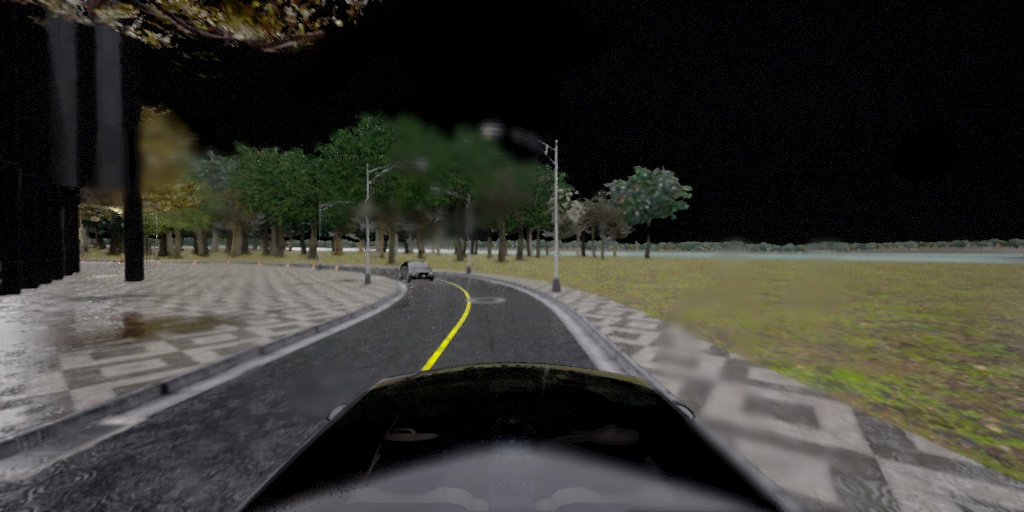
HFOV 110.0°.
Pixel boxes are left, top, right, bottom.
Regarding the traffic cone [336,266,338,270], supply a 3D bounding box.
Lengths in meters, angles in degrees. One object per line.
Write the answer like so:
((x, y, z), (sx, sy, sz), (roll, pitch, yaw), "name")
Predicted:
((-19.719, 1.362, 40.349), (0.340, 0.580, 0.340), (0, 0, 35), "traffic cone")

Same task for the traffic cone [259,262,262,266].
((-32.355, 1.045, 46.120), (0.340, 0.580, 0.340), (0, 0, 14), "traffic cone")

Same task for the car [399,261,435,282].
((-7.212, 1.114, 26.940), (1.837, 1.490, 4.892), (0, 0, -27), "car")

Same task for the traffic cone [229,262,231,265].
((-36.939, 0.951, 46.934), (0.340, 0.580, 0.340), (0, 0, 6), "traffic cone")

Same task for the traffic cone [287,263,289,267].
((-27.911, 1.146, 44.734), (0.340, 0.580, 0.340), (0, 0, 21), "traffic cone")

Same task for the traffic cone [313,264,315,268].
((-23.676, 1.256, 42.801), (0.340, 0.580, 0.340), (0, 0, 28), "traffic cone")

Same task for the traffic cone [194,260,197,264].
((-41.649, 0.862, 47.173), (0.340, 0.580, 0.340), (0, 0, 0), "traffic cone")
